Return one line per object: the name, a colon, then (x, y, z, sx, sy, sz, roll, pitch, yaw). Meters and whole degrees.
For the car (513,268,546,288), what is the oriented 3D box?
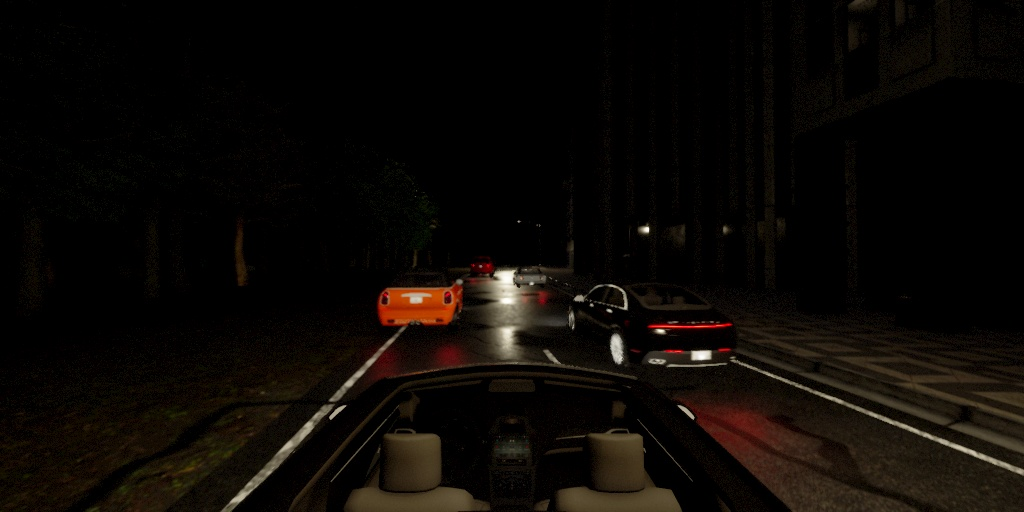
car: (1.117, 1.458, 25.118, 1.895, 1.301, 4.718, 0, 0, -4)

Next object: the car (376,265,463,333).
car: (-2.633, 1.143, 11.180, 2.097, 1.767, 4.553, 0, 0, -6)

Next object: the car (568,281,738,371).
car: (2.621, 1.298, 7.890, 1.837, 1.490, 4.892, 0, -1, -7)

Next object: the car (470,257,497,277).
car: (-2.980, 1.090, 36.930, 2.150, 2.045, 5.566, 0, 0, 0)
